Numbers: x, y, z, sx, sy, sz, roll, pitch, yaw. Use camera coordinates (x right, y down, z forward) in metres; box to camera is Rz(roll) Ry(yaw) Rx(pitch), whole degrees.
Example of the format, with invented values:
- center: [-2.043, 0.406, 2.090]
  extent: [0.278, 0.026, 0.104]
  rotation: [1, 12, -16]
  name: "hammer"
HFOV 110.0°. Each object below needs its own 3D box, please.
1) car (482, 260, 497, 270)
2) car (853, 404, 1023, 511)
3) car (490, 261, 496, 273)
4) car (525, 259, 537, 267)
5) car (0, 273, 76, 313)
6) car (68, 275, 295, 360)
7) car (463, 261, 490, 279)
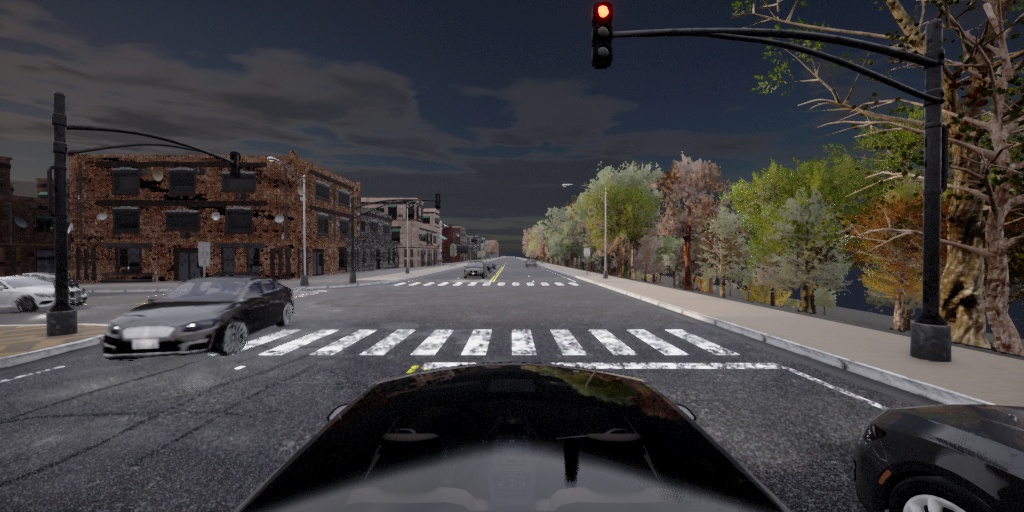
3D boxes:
- center: [-3.327, 1.346, 53.089]
  extent: [1.895, 1.301, 4.718]
  rotation: [0, 0, 0]
  name: "car"
- center: [3.348, 1.255, 0.518]
  extent: [1.837, 1.490, 4.892]
  rotation: [0, 0, 0]
  name: "car"
- center: [-3.325, 1.346, 42.992]
  extent: [1.895, 1.301, 4.718]
  rotation: [0, 0, 0]
  name: "car"
- center: [3.353, 1.235, 64.161]
  extent: [2.128, 1.511, 4.902]
  rotation: [0, 0, 0]
  name: "car"
- center: [-21.121, 1.595, 15.268]
  extent: [4.674, 1.442, 1.812]
  rotation: [-1, 1, -1]
  name: "car"
- center: [-6.824, 1.243, 8.503]
  extent: [2.128, 1.511, 4.902]
  rotation: [1, 0, -14]
  name: "car"
- center: [-3.316, 1.251, 33.070]
  extent: [1.837, 1.490, 4.892]
  rotation: [0, 0, 0]
  name: "car"
